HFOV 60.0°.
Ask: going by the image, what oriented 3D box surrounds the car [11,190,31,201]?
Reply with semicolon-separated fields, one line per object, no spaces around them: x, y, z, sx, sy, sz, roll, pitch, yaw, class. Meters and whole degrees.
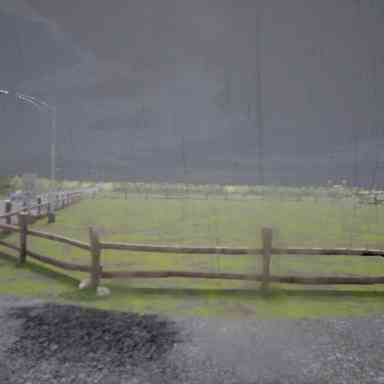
-23.839;0.464;46.602;1.812;1.442;4.674;1;0;-13;car
